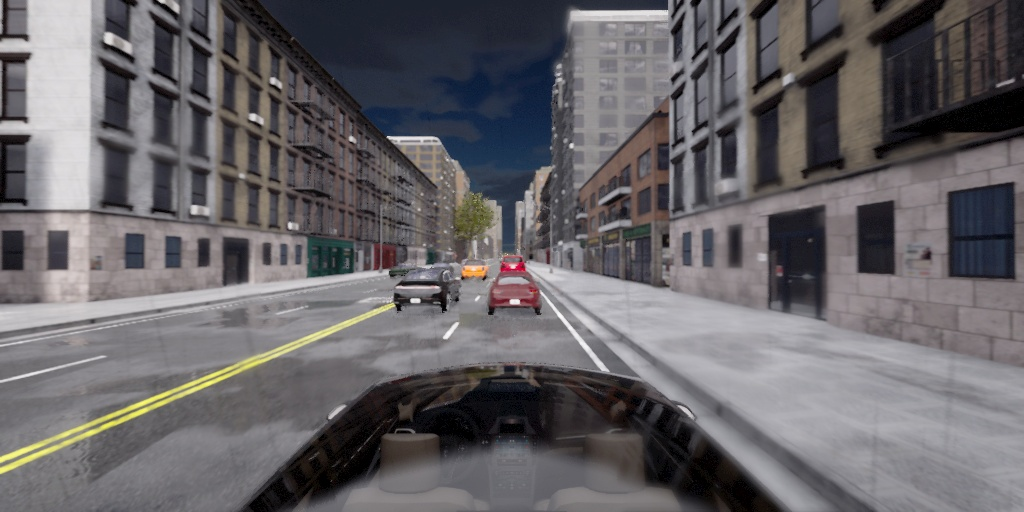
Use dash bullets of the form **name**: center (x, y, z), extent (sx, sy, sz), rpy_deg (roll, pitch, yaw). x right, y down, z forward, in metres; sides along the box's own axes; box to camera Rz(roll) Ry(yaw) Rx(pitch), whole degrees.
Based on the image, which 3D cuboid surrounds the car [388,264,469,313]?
- **car**: center (-3.156, 1.249, 14.140), extent (2.128, 1.511, 4.902), rpy_deg (0, 0, 0)

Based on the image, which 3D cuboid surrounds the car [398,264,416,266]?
- **car**: center (-9.864, 1.377, 33.282), extent (1.895, 1.301, 4.718), rpy_deg (0, 0, 0)

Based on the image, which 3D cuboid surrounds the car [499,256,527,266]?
- **car**: center (0.085, 0.995, 31.205), extent (2.150, 2.045, 5.566), rpy_deg (0, 0, 0)

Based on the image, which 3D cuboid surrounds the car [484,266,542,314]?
- **car**: center (0.094, 1.283, 13.639), extent (1.812, 1.442, 4.674), rpy_deg (0, 0, 0)

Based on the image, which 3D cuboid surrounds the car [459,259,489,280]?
- **car**: center (-3.166, 1.126, 31.654), extent (2.097, 1.767, 4.553), rpy_deg (0, 0, 0)
